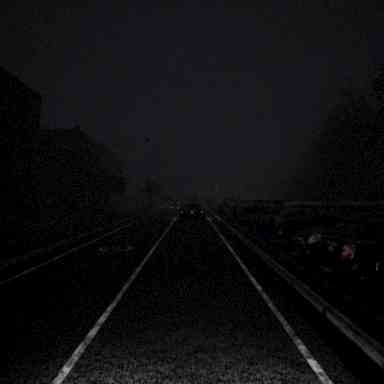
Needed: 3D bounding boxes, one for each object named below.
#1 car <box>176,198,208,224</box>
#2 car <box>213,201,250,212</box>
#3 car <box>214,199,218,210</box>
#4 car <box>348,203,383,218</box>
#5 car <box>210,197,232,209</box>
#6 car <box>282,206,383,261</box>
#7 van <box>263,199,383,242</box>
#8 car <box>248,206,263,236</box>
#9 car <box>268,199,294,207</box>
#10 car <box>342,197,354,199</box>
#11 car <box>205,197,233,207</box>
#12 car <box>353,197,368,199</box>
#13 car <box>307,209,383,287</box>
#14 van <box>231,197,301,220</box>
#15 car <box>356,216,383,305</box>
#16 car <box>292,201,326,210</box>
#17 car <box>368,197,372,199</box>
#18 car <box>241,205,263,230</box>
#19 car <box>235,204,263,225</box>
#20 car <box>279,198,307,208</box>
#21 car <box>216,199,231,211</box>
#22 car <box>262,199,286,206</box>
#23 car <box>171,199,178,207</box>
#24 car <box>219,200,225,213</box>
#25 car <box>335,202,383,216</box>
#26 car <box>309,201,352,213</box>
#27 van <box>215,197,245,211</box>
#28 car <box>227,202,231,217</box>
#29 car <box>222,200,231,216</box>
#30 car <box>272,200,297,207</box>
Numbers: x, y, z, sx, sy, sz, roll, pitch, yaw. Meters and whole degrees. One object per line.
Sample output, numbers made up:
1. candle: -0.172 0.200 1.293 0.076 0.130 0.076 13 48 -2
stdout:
1. car: 0.031 1.650 28.031 2.097 1.767 4.553 0 -1 1
2. car: 5.602 1.999 47.638 5.008 1.535 2.097 0 -1 0
3. car: 5.611 1.925 42.027 4.892 1.521 2.231 0 -1 0
4. car: 18.703 1.869 33.970 4.674 1.452 2.002 0 -1 0
5. car: 5.640 1.710 44.838 5.566 2.045 2.435 0 -1 0
6. car: 5.687 1.468 11.202 4.553 1.767 2.185 0 -1 0
7. van: 5.536 1.396 14.006 4.442 1.987 1.878 0 -1 0
8. car: 5.643 1.650 16.807 5.008 1.535 2.097 0 -1 0
9. car: 18.684 2.328 70.047 5.008 1.535 2.097 0 -1 0
10. car: 18.670 1.642 39.421 5.566 2.045 2.435 0 -1 0
11. car: 5.628 2.076 70.064 5.566 2.045 2.435 0 -1 0
12. car: 18.680 1.547 31.066 5.566 2.045 2.435 0 -1 0
13. car: 5.628 1.440 8.399 4.553 1.767 2.185 0 -1 0
14. van: 5.521 1.510 25.218 4.442 1.987 1.878 0 -1 0
15. car: 5.632 1.411 5.595 4.553 1.767 2.185 0 -1 0
16. car: 18.679 2.118 53.341 4.674 1.452 2.002 0 -1 0
17. car: 18.684 1.520 28.404 5.566 2.045 2.435 0 -1 0
18. car: 5.616 1.709 19.610 4.792 1.488 2.163 0 -1 0
19. car: 5.612 1.737 22.413 4.792 1.488 2.163 0 -1 0
20. car: 18.646 2.067 61.695 4.553 1.767 2.185 0 -1 0
21. car: 5.590 1.918 39.229 4.792 1.488 2.163 0 -1 0
22. car: 18.677 2.436 75.615 5.008 1.535 2.097 0 -1 0
23. car: -3.247 2.320 69.264 1.837 1.490 4.892 0 -1 0
24. car: 5.621 1.823 33.622 5.008 1.535 2.097 0 -1 0
25. car: 18.697 1.861 36.632 5.008 1.535 2.097 0 -1 0
26. car: 18.661 1.996 44.985 4.792 1.488 2.163 0 -1 0
27. van: 5.721 1.811 50.444 4.442 1.987 1.878 0 -1 0
28. car: 5.663 1.794 28.019 4.792 1.488 2.163 0 -1 0
29. car: 5.815 1.790 30.823 5.366 1.575 1.946 0 -1 0
30. car: 18.680 2.320 67.260 4.674 1.452 2.002 0 -1 0
